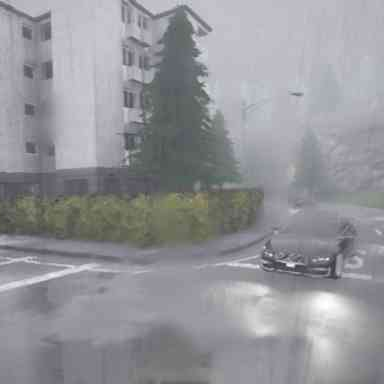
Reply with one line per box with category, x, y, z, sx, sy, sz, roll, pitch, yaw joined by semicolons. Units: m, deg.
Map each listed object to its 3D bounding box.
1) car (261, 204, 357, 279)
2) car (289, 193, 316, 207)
car;3.573;1.353;9.668;1.837;1.490;4.892;1;2;33
car;10.833;0.846;32.848;1.994;1.385;4.181;-1;1;6
